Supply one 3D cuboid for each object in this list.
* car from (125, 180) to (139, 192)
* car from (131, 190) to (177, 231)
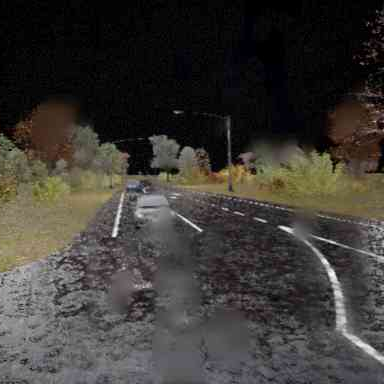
[{"bbox_3d":[-10.287,-1.121,57.403,2.150,2.045,5.566,-2,3,-9],"label":"car"},{"bbox_3d":[-1.895,0.848,15.985,1.812,1.442,4.674,-2,3,-11],"label":"car"}]
